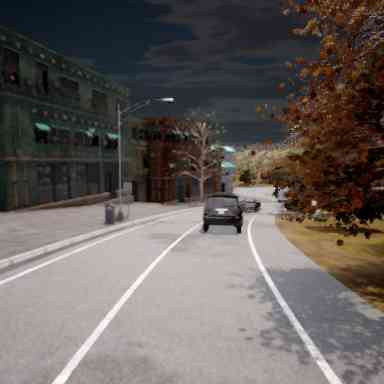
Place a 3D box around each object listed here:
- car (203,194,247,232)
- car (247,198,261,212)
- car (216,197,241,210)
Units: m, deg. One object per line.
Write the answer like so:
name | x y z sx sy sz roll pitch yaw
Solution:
car | 1.996 1.172 20.045 2.150 2.045 5.566 1 0 10
car | 6.834 1.482 38.430 2.128 1.511 4.902 2 0 19
car | 4.756 1.400 42.746 1.837 1.490 4.892 2 0 21
